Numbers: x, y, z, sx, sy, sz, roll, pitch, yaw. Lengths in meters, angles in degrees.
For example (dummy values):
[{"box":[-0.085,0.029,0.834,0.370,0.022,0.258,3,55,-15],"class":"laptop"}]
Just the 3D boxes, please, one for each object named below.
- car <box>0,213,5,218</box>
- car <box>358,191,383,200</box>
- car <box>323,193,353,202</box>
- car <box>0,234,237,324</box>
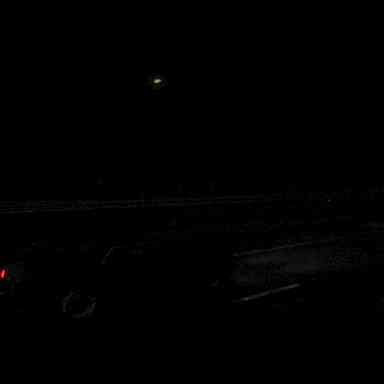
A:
[{"box":[-12.078,1.522,16.856,4.674,1.442,1.812,-1,1,-35],"class":"car"},{"box":[22.043,0.711,40.224,4.892,1.490,1.837,-3,2,-33],"class":"car"},{"box":[18.492,0.829,42.067,4.181,1.385,1.994,-2,1,-33],"class":"car"},{"box":[-1.306,1.562,7.094,4.718,1.301,1.895,-1,1,-35],"class":"car"}]
